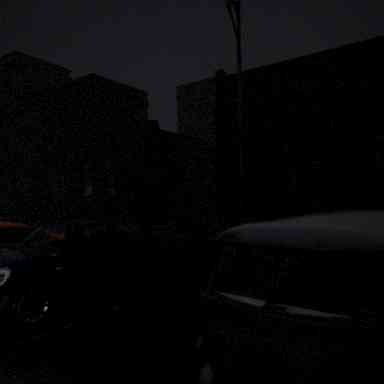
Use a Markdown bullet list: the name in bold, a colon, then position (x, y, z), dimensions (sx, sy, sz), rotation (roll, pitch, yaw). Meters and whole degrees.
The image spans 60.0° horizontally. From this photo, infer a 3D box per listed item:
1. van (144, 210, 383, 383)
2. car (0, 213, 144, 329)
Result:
- **van**: position (1.679, 1.262, 4.015), dimensions (1.878, 1.987, 4.442), rotation (-1, 0, 36)
- **car**: position (-2.659, 1.400, 7.292), dimensions (2.185, 1.767, 4.553), rotation (0, 0, 36)
